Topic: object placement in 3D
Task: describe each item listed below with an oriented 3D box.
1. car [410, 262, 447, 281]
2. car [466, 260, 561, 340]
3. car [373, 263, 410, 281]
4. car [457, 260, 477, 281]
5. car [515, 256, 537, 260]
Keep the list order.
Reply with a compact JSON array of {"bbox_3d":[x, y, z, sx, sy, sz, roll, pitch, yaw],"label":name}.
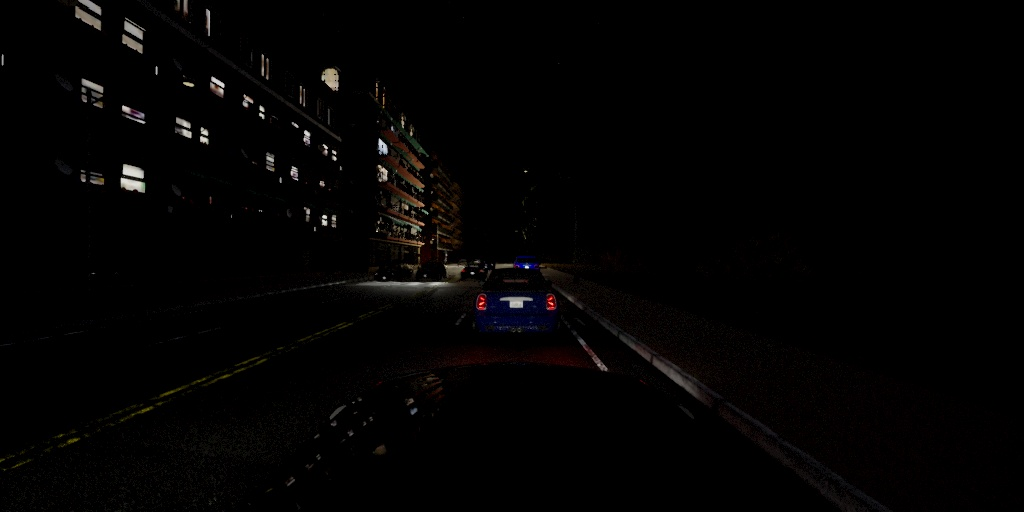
[{"bbox_3d":[-6.588,1.258,29.595,1.837,1.490,4.892,0,0,0],"label":"car"},{"bbox_3d":[0.103,1.104,10.162,2.097,1.767,4.553,0,0,0],"label":"car"},{"bbox_3d":[-9.834,1.301,30.279,2.033,1.411,5.357,0,0,0],"label":"car"},{"bbox_3d":[-3.134,1.317,30.410,1.994,1.385,4.181,0,0,0],"label":"car"},{"bbox_3d":[1.151,0.979,30.115,2.150,2.045,5.566,0,0,0],"label":"car"}]
